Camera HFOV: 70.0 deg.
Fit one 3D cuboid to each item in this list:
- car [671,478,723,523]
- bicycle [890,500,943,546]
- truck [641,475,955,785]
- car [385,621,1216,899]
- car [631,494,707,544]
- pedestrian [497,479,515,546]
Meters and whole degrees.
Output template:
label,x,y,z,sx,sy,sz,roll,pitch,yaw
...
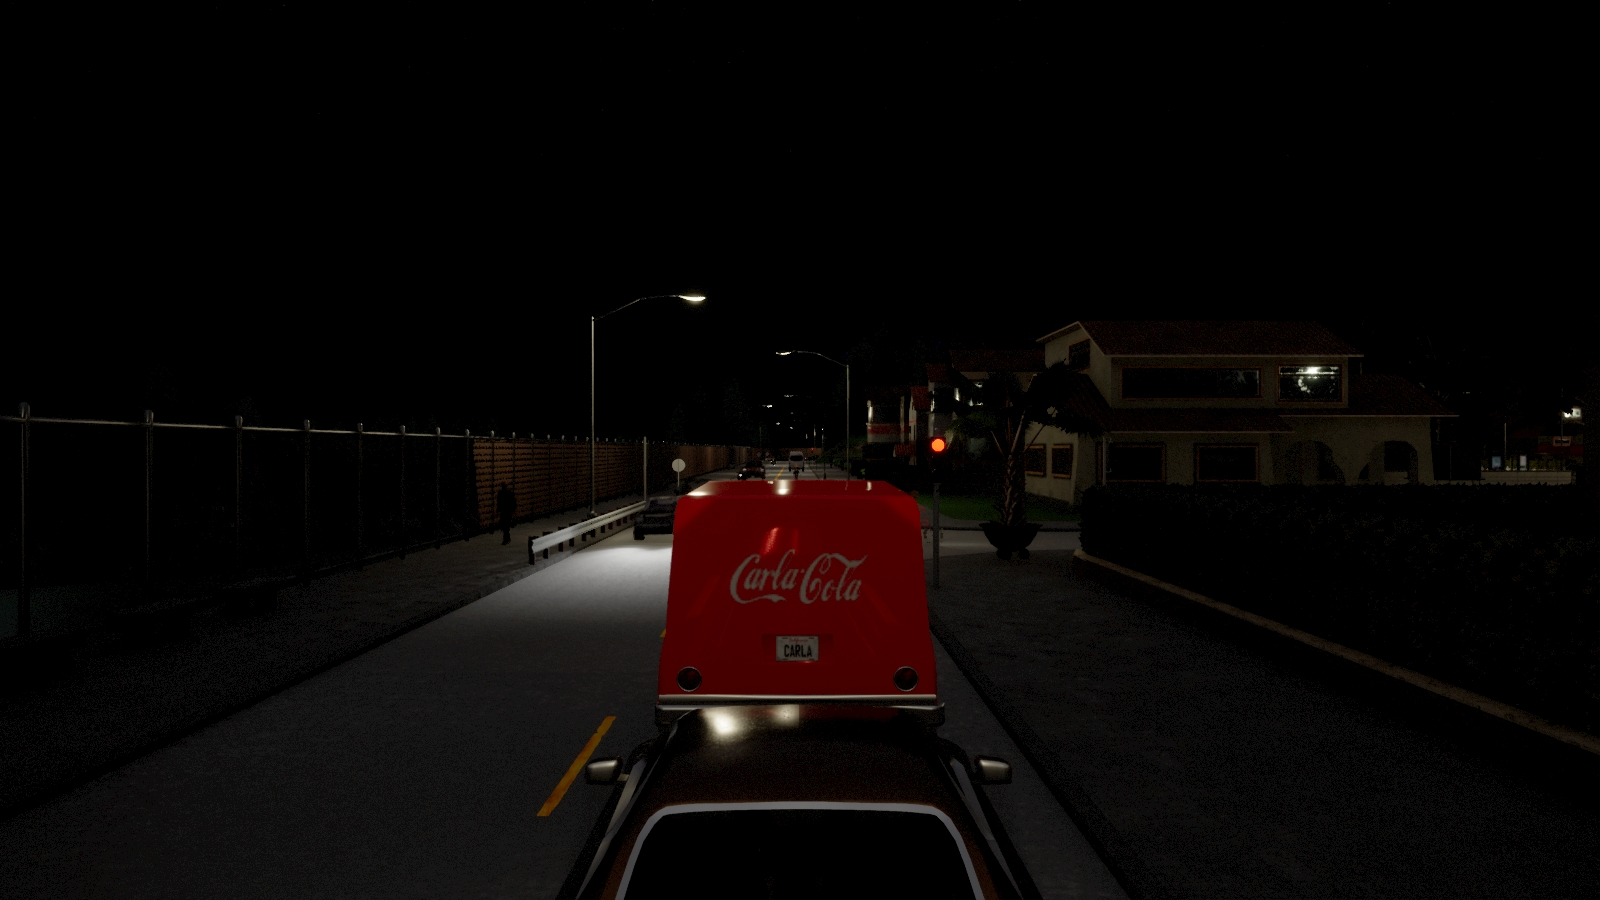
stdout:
label,x,y,z,sx,sy,sz,roll,pitch,yaw
car,-4.098,1.983,45.941,1.851,1.617,3.988,0,0,-2
bicycle,3.447,2.146,33.712,1.487,1.276,0.859,0,-1,10
truck,-0.025,1.564,12.158,2.627,2.467,5.204,0,0,0
car,-0.006,1.989,5.238,2.152,1.651,5.027,0,0,0
car,-4.102,2.142,36.492,1.895,1.301,4.718,0,0,0
pedestrian,-8.220,1.733,31.943,0.375,1.860,0.375,0,0,15
